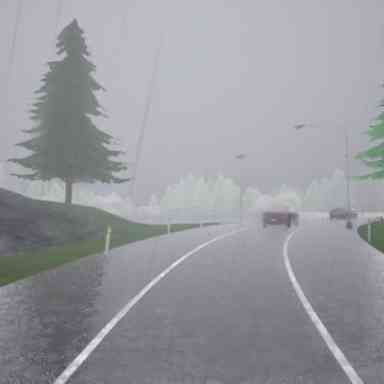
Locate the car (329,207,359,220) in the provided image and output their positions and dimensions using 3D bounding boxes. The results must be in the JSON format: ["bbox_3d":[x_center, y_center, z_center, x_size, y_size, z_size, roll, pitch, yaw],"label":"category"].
[{"bbox_3d":[18.111,2.576,39.572,4.902,1.511,2.128,5,-9,-43],"label":"car"}]

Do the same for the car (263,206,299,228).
[{"bbox_3d":[6.685,1.812,24.743,1.882,1.535,5.008,-2,-2,27],"label":"car"}]
